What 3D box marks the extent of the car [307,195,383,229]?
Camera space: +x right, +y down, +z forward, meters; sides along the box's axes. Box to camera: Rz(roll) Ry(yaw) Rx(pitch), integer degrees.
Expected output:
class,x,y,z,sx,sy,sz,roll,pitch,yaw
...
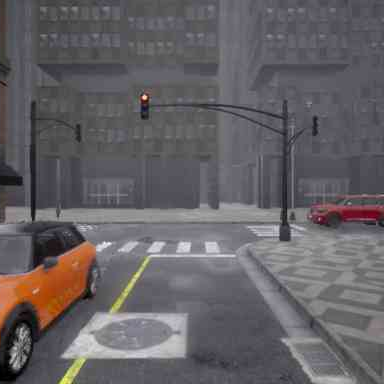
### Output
class,x,y,z,sx,sy,sz,roll,pitch,yaw
car,10.270,1.199,21.106,5.566,2.045,2.150,0,0,-1

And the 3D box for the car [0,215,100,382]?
class,x,y,z,sx,sy,sz,roll,pitch,yaw
car,-3.084,1.350,5.413,2.097,1.767,4.553,0,0,0

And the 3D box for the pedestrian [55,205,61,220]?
class,x,y,z,sx,sy,sz,roll,pitch,yaw
pedestrian,-9.817,1.525,24.418,0.500,1.100,0.500,0,0,1
